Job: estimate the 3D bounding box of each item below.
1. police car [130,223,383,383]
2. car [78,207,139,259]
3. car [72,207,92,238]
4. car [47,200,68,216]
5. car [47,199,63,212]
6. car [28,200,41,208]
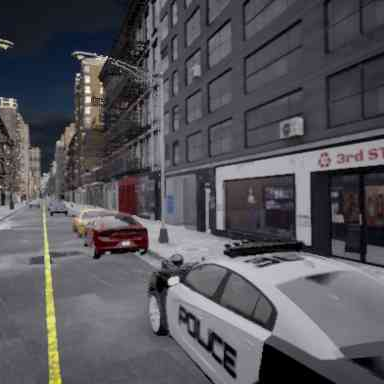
[{"bbox_3d":[0.838,1.437,4.306,1.930,1.638,5.238,0,0,-24],"label":"police car"},{"bbox_3d":[-3.212,1.587,13.328,1.882,1.535,5.008,0,0,-24],"label":"car"},{"bbox_3d":[-5.747,1.628,18.975,1.801,1.575,5.366,0,0,-24],"label":"car"},{"bbox_3d":[-15.398,1.959,38.330,2.033,1.411,5.357,-1,0,-24],"label":"car"},{"bbox_3d":[-20.469,1.911,49.564,2.097,1.767,4.553,-1,-1,-24],"label":"car"},{"bbox_3d":[-29.758,2.325,62.935,1.812,1.442,4.674,-1,-1,-24],"label":"car"}]
